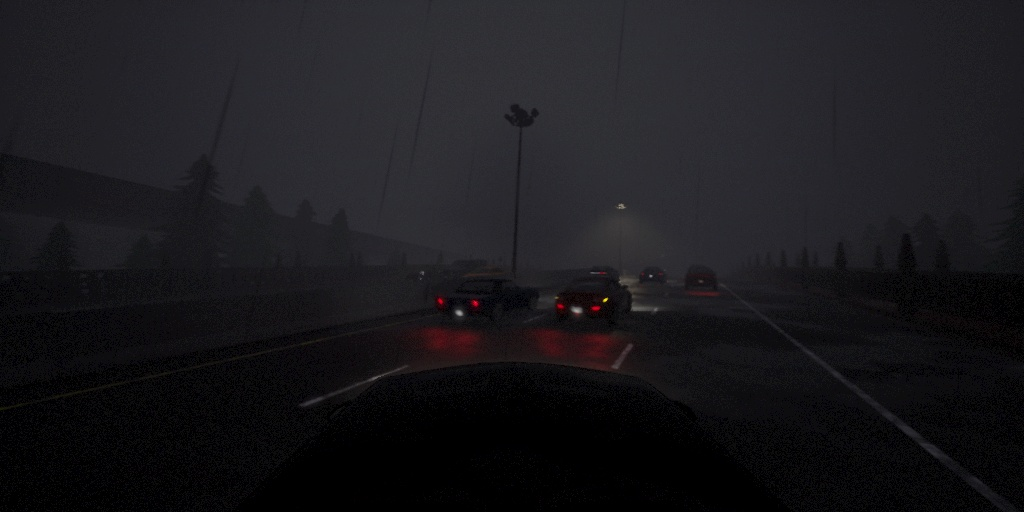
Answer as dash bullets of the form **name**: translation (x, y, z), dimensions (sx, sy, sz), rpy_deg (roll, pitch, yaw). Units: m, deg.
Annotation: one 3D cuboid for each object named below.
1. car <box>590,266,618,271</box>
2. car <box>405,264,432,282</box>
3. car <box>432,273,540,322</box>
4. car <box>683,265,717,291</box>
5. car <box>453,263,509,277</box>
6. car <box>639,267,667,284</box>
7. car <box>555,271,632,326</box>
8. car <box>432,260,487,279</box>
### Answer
- **car**: translation (7.599, 1.564, 29.650), dimensions (2.128, 1.511, 4.902), rpy_deg (0, -1, 26)
- **car**: translation (-7.284, 1.475, 31.611), dimensions (2.097, 1.767, 4.553), rpy_deg (0, -1, 26)
- **car**: translation (-0.639, 1.489, 13.086), dimensions (1.895, 1.301, 4.718), rpy_deg (0, -1, 26)
- **car**: translation (13.035, 1.483, 24.861), dimensions (1.882, 1.535, 5.008), rpy_deg (0, -1, 26)
- **car**: translation (-1.953, 1.531, 26.612), dimensions (1.882, 1.535, 5.008), rpy_deg (0, -1, 26)
- **car**: translation (12.300, 1.647, 31.240), dimensions (1.994, 1.385, 4.181), rpy_deg (0, -1, 26)
- **car**: translation (2.897, 1.398, 12.339), dimensions (1.812, 1.442, 4.674), rpy_deg (0, -1, 26)
- **car**: translation (-3.949, 1.324, 30.463), dimensions (2.150, 2.045, 5.566), rpy_deg (0, -1, 26)
